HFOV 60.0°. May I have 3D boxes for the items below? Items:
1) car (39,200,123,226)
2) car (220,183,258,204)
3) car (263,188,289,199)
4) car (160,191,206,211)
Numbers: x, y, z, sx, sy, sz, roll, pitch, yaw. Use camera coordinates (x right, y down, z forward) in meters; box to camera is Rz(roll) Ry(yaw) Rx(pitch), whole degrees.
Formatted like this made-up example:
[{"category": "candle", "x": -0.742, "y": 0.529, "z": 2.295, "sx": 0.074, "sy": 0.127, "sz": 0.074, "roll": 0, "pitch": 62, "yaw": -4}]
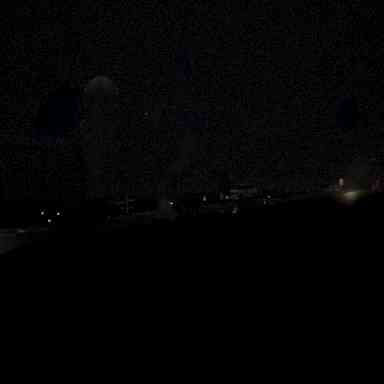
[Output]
[{"category": "car", "x": -6.448, "y": 1.161, "z": 19.693, "sx": 1.895, "sy": 1.301, "sz": 4.718, "roll": -1, "pitch": 1, "yaw": 34}, {"category": "car", "x": 5.162, "y": 0.118, "z": 36.033, "sx": 2.150, "sy": 2.045, "sz": 5.566, "roll": -1, "pitch": 1, "yaw": 36}, {"category": "car", "x": 11.380, "y": 0.115, "z": 44.673, "sx": 2.033, "sy": 1.411, "sz": 5.357, "roll": -1, "pitch": 1, "yaw": 36}, {"category": "car", "x": -0.692, "y": 0.729, "z": 27.835, "sx": 1.837, "sy": 1.490, "sz": 4.892, "roll": -1, "pitch": 1, "yaw": 36}]
